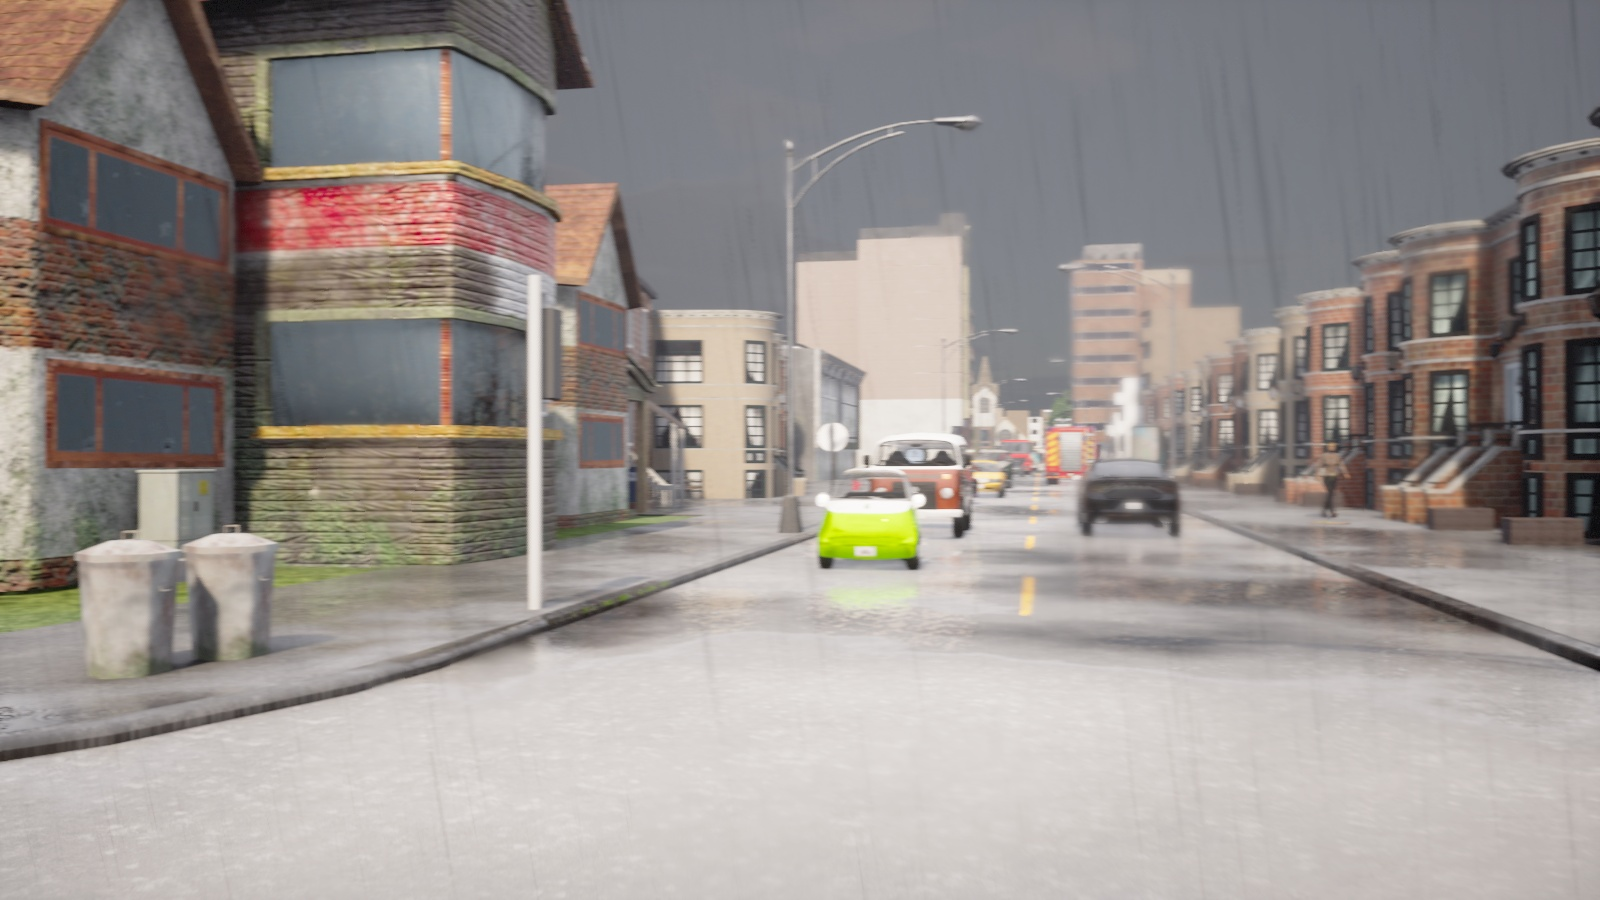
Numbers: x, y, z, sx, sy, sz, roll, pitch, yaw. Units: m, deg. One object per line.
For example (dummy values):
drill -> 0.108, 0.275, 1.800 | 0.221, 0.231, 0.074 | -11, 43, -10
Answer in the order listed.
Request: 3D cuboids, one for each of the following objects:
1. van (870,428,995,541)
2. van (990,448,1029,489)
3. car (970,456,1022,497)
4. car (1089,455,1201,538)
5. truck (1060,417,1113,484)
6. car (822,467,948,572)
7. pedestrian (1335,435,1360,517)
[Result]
van -> 2.759, 0.647, 25.165 | 2.069, 2.038, 4.480 | 0, 0, 11
van -> 10.689, 0.921, 63.982 | 1.775, 1.987, 4.442 | 0, 0, 12
car -> 7.865, 1.022, 50.149 | 1.801, 1.575, 5.366 | 0, 0, 12
car -> 7.001, 0.880, 25.931 | 1.882, 1.535, 5.008 | 0, 0, 12
truck -> 17.146, 0.055, 75.641 | 2.891, 3.827, 8.468 | 0, 0, 12
car -> 1.242, 0.931, 17.709 | 1.481, 1.376, 2.207 | 0, -1, 12
pedestrian -> 12.497, 0.598, 28.668 | 0.331, 1.846, 0.634 | 0, 0, 5
